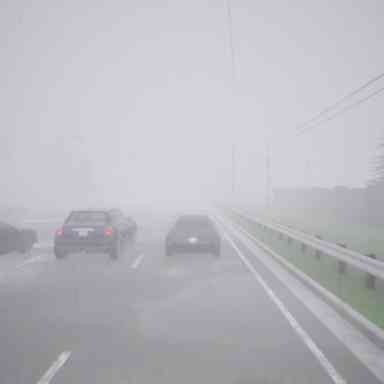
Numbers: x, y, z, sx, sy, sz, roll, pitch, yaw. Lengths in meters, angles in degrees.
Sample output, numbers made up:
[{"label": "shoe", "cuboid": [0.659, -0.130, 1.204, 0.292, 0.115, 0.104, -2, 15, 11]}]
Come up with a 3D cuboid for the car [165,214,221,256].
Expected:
[{"label": "car", "cuboid": [0.052, 1.562, 13.066, 1.994, 1.385, 4.181, 0, 0, 1]}]

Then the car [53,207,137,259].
[{"label": "car", "cuboid": [-3.452, 1.349, 12.741, 2.097, 1.767, 4.553, 0, 0, 1]}]

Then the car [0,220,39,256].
[{"label": "car", "cuboid": [-6.970, 1.545, 10.649, 2.033, 1.411, 5.357, 0, 0, 1]}]
